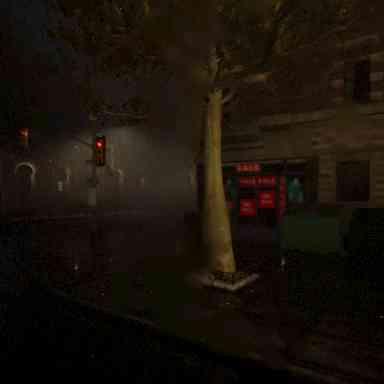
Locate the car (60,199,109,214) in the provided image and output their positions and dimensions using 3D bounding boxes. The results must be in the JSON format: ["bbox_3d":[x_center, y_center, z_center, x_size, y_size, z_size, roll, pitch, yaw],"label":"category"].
[{"bbox_3d":[-11.350,1.522,34.719,1.812,1.442,4.674,0,0,36],"label":"car"}]

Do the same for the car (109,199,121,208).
[{"bbox_3d":[-11.959,1.591,45.174,1.895,1.301,4.718,0,0,36],"label":"car"}]
